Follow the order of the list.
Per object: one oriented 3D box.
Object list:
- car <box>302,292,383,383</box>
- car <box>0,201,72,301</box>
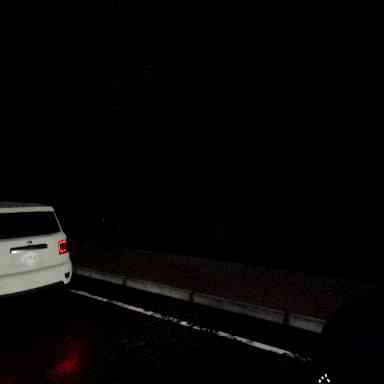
[{"bbox_3d":[3.296,1.222,1.288,5.566,2.045,2.150,0,0,36],"label":"car"},{"bbox_3d":[-4.993,1.221,7.373,5.566,2.045,2.150,0,0,36],"label":"car"}]
